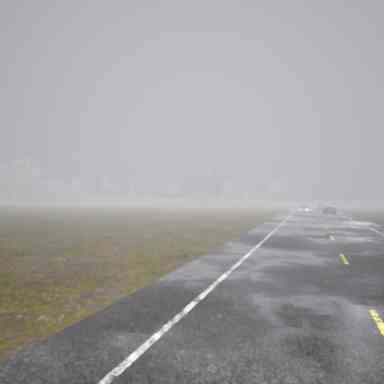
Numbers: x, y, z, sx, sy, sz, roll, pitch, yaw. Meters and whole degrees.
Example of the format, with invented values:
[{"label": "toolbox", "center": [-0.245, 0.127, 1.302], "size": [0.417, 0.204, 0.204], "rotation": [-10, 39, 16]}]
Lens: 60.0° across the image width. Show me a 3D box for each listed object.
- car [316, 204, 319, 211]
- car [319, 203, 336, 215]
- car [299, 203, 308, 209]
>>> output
[{"label": "car", "center": [26.844, 3.132, 68.876], "size": [2.128, 1.511, 4.902], "rotation": [2, -1, 18]}, {"label": "car", "center": [21.083, 2.692, 51.292], "size": [1.882, 1.535, 5.008], "rotation": [2, -1, 19]}, {"label": "car", "center": [26.521, 3.316, 79.124], "size": [1.895, 1.301, 4.718], "rotation": [2, -1, 18]}]
